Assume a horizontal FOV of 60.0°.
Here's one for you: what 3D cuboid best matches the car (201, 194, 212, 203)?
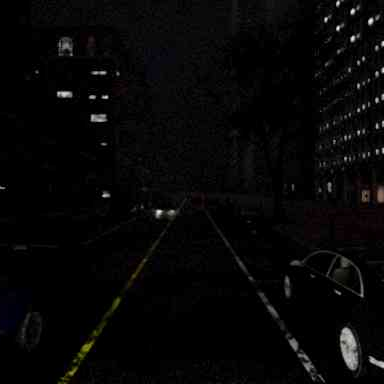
[{"bbox_3d":[2.632,1.115,60.943,1.967,1.590,4.097,1,0,0],"label":"car"}]

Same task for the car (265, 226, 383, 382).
[{"bbox_3d":[2.695,1.521,5.248,2.008,1.369,4.403,1,0,0],"label":"car"}]

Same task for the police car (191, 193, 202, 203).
[{"bbox_3d":[0.762,1.097,61.586,1.930,1.638,5.238,0,0,-1],"label":"police car"}]

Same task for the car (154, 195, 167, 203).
[{"bbox_3d":[-5.750,1.219,60.935,1.887,1.381,4.507,1,0,0],"label":"car"}]

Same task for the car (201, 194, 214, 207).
[{"bbox_3d":[2.650,1.312,44.236,2.008,1.369,4.403,1,0,0],"label":"car"}]

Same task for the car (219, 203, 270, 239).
[{"bbox_3d":[2.682,1.460,16.387,2.008,1.369,4.403,1,0,0],"label":"car"}]

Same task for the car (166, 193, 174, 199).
[{"bbox_3d":[-5.781,1.060,88.614,1.752,1.417,4.829,1,0,0],"label":"car"}]

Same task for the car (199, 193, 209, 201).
[{"bbox_3d":[2.620,1.058,72.083,1.967,1.590,4.097,1,0,0],"label":"car"}]

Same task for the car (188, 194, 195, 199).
[{"bbox_3d":[-0.100,1.073,86.712,1.895,1.301,4.718,0,0,0],"label":"car"}]

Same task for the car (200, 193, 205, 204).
[{"bbox_3d":[2.644,1.283,49.804,2.008,1.369,4.403,1,0,0],"label":"car"}]

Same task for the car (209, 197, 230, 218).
[{"bbox_3d":[2.669,1.374,27.697,1.752,1.417,4.829,1,0,0],"label":"car"}]

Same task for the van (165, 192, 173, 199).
[{"bbox_3d":[-5.772,0.903,83.213,1.690,1.788,3.998,1,0,0],"label":"van"}]

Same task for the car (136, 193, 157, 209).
[{"bbox_3d":[-5.720,1.105,38.657,2.192,1.841,5.009,1,0,0],"label":"car"}]

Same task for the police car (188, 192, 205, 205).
[{"bbox_3d":[0.625,1.148,51.584,1.930,1.638,5.238,0,0,-3],"label":"police car"}]

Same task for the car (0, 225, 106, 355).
[{"bbox_3d":[-3.101,1.566,6.137,1.895,1.301,4.718,0,0,0],"label":"car"}]

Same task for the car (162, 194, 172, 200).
[{"bbox_3d":[-5.769,1.140,77.644,2.008,1.369,4.403,1,0,0],"label":"car"}]

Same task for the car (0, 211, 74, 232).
[{"bbox_3d":[-5.692,1.505,10.810,1.947,1.339,4.313,1,0,0],"label":"car"}]

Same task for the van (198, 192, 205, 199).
[{"bbox_3d":[2.602,0.875,88.792,1.690,1.788,3.998,1,0,0],"label":"van"}]

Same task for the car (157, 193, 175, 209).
[{"bbox_3d":[-3.141,1.258,40.605,1.882,1.535,5.008,0,0,0],"label":"car"}]

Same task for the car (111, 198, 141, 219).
[{"bbox_3d":[-5.711,1.415,27.518,1.947,1.339,4.313,1,0,0],"label":"car"}]

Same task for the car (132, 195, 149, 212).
[{"bbox_3d":[-5.717,1.346,32.917,1.752,1.417,4.829,1,0,0],"label":"car"}]

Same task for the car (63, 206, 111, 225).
[{"bbox_3d":[-5.698,1.460,16.379,2.008,1.369,4.403,1,0,0],"label":"car"}]
